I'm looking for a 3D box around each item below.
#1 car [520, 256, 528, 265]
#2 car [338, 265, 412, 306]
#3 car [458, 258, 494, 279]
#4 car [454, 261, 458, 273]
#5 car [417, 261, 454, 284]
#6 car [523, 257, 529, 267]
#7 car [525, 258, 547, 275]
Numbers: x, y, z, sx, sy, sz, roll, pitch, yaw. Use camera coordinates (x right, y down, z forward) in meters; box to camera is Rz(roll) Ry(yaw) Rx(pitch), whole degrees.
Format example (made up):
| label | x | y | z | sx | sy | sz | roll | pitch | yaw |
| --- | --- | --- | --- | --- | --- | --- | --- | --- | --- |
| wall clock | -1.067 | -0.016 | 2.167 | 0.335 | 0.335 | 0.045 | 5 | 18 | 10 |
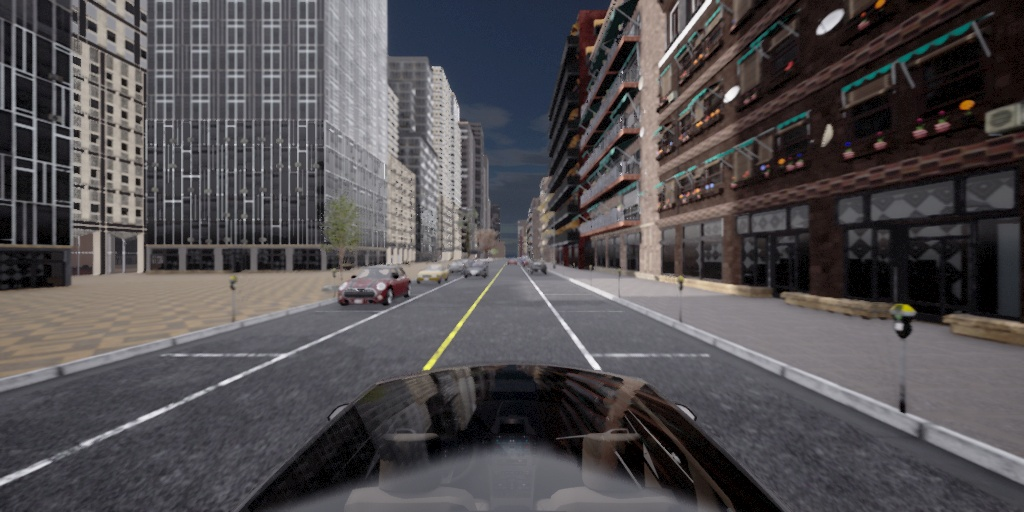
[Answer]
| label | x | y | z | sx | sy | sz | roll | pitch | yaw |
| --- | --- | --- | --- | --- | --- | --- | --- | --- | --- |
| car | 2.734 | 1.037 | 59.525 | 1.967 | 1.591 | 4.097 | 0 | 0 | 0 |
| car | -5.682 | 1.148 | 15.272 | 1.967 | 1.591 | 4.097 | 0 | 0 | 0 |
| car | -3.018 | 1.157 | 31.174 | 2.128 | 1.511 | 4.902 | 0 | 0 | 1 |
| car | -5.664 | 1.199 | 37.403 | 2.007 | 1.370 | 4.403 | 0 | 0 | 0 |
| car | -5.673 | 1.203 | 26.167 | 1.751 | 1.417 | 4.829 | 0 | 0 | 0 |
| car | 2.721 | 1.186 | 42.928 | 2.007 | 1.370 | 4.403 | 0 | 0 | 0 |
| car | 2.717 | 1.200 | 37.395 | 2.007 | 1.370 | 4.403 | 0 | 0 | 0 |
